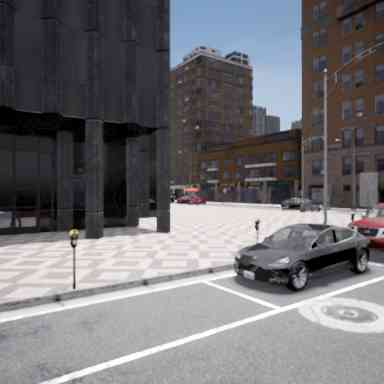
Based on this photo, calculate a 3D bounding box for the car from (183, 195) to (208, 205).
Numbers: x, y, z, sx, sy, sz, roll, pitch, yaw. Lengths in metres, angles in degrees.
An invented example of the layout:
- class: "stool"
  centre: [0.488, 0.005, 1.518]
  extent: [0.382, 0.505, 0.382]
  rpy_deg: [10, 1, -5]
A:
- class: "car"
  centre: [0.504, 1.372, 58.506]
  extent: [1.882, 1.535, 5.008]
  rpy_deg: [0, 0, -35]

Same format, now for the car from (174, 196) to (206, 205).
- class: "car"
  centre: [-0.369, 1.385, 54.308]
  extent: [1.882, 1.535, 5.008]
  rpy_deg: [0, 0, -34]

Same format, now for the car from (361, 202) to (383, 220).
- class: "car"
  centre: [7.686, 1.297, 12.264]
  extent: [5.009, 1.841, 2.192]
  rpy_deg: [0, 0, -36]

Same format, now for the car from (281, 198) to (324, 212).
- class: "car"
  centre: [11.986, 1.407, 36.395]
  extent: [2.128, 1.511, 4.902]
  rpy_deg: [0, 0, -35]

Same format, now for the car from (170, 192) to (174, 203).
- class: "car"
  centre: [-5.506, 1.087, 67.118]
  extent: [2.150, 2.045, 5.566]
  rpy_deg: [0, 0, -35]

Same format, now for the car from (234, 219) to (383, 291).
- class: "car"
  centre: [3.098, 1.555, 8.985]
  extent: [4.313, 1.339, 1.947]
  rpy_deg: [0, 0, -36]
